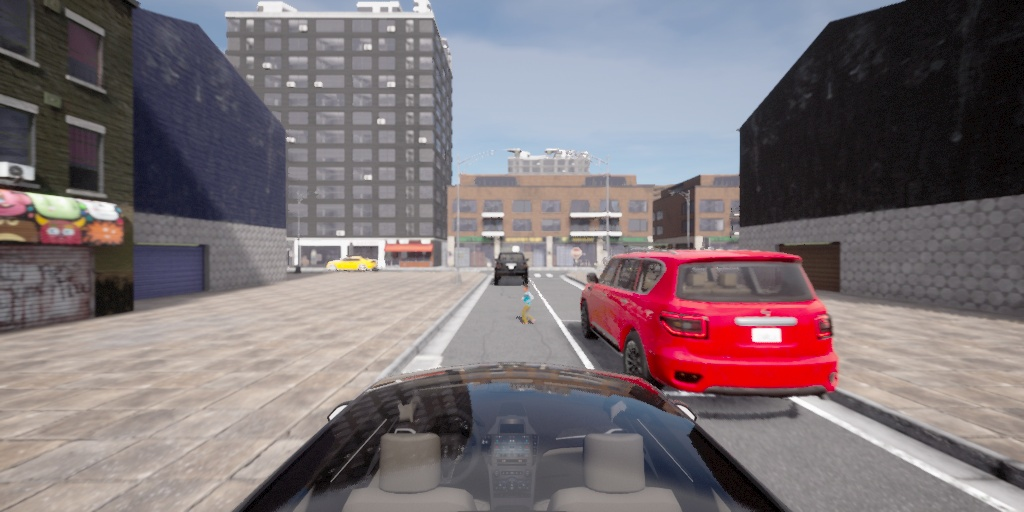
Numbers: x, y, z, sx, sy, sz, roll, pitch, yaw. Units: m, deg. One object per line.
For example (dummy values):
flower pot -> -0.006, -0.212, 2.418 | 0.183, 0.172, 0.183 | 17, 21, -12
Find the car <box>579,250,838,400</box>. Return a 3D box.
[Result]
car -> 2.737, 0.915, 6.549 | 2.150, 2.045, 5.566 | 0, 1, 0

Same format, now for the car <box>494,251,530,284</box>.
car -> -0.011, 0.708, 23.701 | 2.150, 2.045, 5.566 | 0, 1, 1

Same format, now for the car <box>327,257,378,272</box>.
car -> -16.818, 0.830, 37.786 | 5.008, 1.535, 1.882 | 0, 0, 0

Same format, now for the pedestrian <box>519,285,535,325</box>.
pedestrian -> 0.456, 1.324, 9.803 | 0.500, 1.100, 0.500 | 0, 0, 0
